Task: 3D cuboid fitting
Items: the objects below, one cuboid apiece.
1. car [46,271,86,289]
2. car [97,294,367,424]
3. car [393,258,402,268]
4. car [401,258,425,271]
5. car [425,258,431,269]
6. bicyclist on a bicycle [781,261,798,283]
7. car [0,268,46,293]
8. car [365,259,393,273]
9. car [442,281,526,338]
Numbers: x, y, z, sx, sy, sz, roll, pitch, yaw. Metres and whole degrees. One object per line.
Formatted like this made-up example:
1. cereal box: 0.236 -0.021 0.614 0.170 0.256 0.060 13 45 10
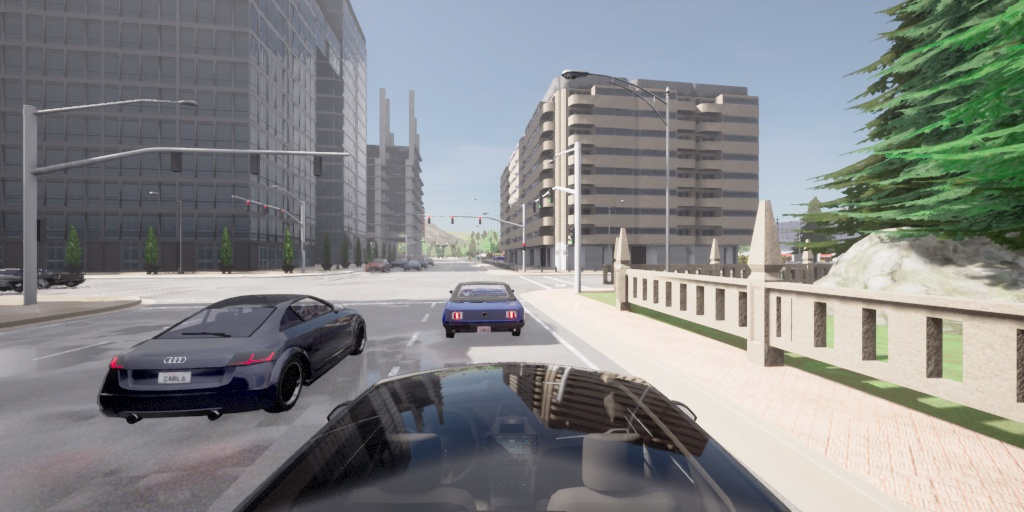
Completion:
1. car: -29.886 1.406 22.205 4.718 1.301 1.895 0 0 -8
2. car: -3.928 1.314 5.963 1.994 1.385 4.181 0 0 -6
3. car: -18.025 1.102 56.870 2.097 1.767 4.553 0 0 -8
4. car: -13.316 1.275 48.372 1.812 1.442 4.674 0 0 -8
5. car: -14.435 1.105 56.423 2.097 1.767 4.553 0 0 -8
6. bicyclist on a bicycle: 16.443 1.106 21.578 0.582 1.620 1.656 0 0 -8
7. car: -28.316 1.369 18.897 4.181 1.385 1.994 0 0 -8
8. car: -16.162 1.103 43.278 2.097 1.767 4.553 0 0 -8
9. car: -0.847 1.351 10.200 1.895 1.301 4.718 0 0 -6
